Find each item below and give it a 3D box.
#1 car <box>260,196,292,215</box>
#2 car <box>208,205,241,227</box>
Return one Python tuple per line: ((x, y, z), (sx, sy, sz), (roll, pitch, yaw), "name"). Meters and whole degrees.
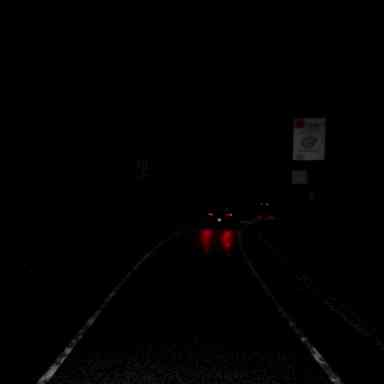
((9.962, 1.544, 39.276), (2.150, 2.045, 5.566), (3, 1, 36), "car")
((2.376, 1.632, 23.821), (1.812, 1.442, 4.674), (1, 0, 15), "car")
